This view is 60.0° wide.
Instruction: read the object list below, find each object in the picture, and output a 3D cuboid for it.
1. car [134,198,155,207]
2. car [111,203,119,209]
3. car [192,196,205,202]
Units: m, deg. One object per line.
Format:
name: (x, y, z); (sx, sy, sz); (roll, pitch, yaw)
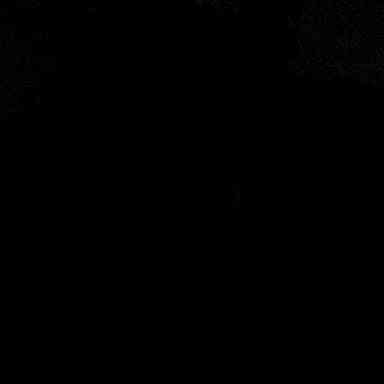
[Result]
car: (-7.662, 1.845, 58.307); (2.033, 1.411, 5.357); (-5, -3, 37)
car: (-11.593, 2.097, 58.155); (2.033, 1.411, 5.357); (-5, -3, 37)
car: (0.936, 1.510, 69.952); (1.994, 1.385, 4.181); (-5, -2, 36)
